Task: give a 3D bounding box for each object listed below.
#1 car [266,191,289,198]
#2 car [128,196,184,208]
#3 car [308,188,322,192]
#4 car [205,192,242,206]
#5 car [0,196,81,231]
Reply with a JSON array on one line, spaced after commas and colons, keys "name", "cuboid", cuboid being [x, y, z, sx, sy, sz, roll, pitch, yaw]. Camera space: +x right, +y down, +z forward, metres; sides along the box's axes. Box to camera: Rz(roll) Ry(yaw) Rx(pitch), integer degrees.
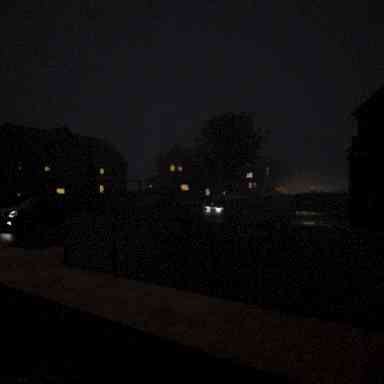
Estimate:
[{"name": "car", "cuboid": [12.345, 0.464, 47.903, 1.895, 1.301, 4.718, 1, 2, 35]}, {"name": "car", "cuboid": [-2.728, 1.007, 26.883, 2.033, 1.411, 5.357, 1, 2, 35]}, {"name": "car", "cuboid": [20.058, 0.186, 53.833, 1.837, 1.490, 4.892, 1, 2, 36]}, {"name": "car", "cuboid": [3.581, 0.752, 35.736, 2.033, 1.411, 5.357, 1, 2, 36]}, {"name": "car", "cuboid": [-8.537, 1.050, 18.647, 2.097, 1.767, 4.553, 1, 2, 34]}]
